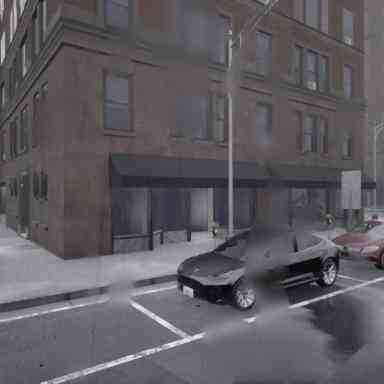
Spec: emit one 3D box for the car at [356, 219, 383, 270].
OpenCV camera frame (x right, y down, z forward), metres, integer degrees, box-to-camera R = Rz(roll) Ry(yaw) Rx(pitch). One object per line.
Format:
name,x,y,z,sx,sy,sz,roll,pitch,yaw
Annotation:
car,6.180,1.582,10.942,4.206,1.307,1.802,0,0,-35

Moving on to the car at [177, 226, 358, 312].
car,1.702,1.566,7.748,4.313,1.339,1.947,0,0,-35
